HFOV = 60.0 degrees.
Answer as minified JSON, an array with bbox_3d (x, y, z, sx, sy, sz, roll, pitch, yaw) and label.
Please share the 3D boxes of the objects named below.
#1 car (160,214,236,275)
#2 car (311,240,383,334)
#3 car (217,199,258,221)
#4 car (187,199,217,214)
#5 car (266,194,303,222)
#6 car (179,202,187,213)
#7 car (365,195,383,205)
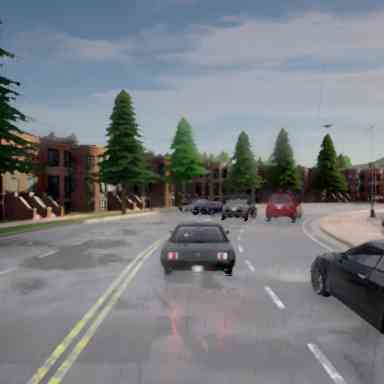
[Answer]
[{"bbox_3d":[0.239,1.591,10.369,1.895,1.301,4.718,0,0,2],"label":"car"},{"bbox_3d":[3.592,1.521,5.607,1.812,1.442,4.674,0,0,0],"label":"car"},{"bbox_3d":[3.931,1.328,26.860,2.097,1.767,4.553,0,0,22],"label":"car"},{"bbox_3d":[1.709,1.572,30.974,1.895,1.301,4.718,0,0,28],"label":"car"},{"bbox_3d":[7.319,1.199,26.205,2.150,2.045,5.566,0,0,24],"label":"car"},{"bbox_3d":[0.442,1.458,35.652,2.128,1.511,4.902,0,0,32],"label":"car"},{"bbox_3d":[33.360,1.354,59.261,5.008,1.535,1.882,0,0,-13],"label":"car"}]
